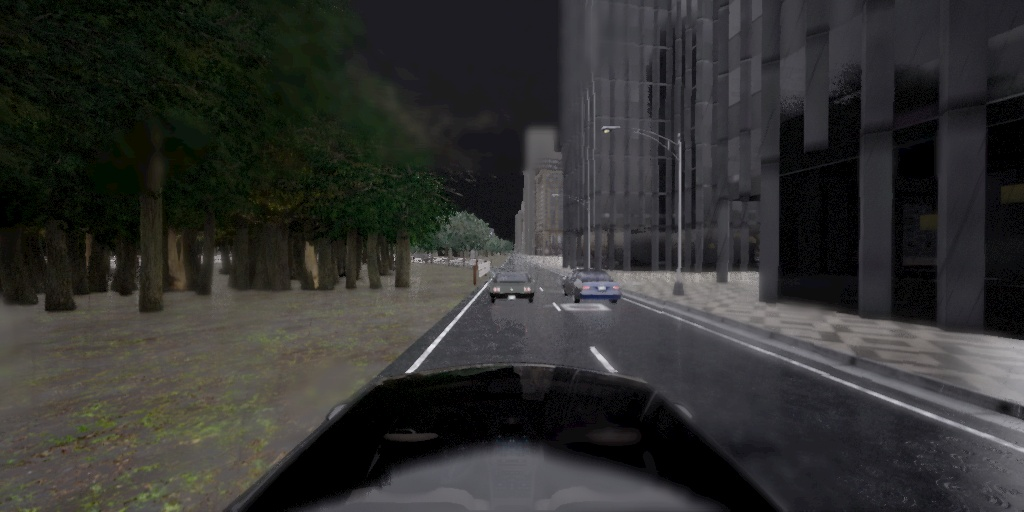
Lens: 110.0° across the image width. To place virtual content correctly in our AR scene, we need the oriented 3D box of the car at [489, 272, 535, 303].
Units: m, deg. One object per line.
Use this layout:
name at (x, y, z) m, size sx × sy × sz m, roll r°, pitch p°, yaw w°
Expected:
car at (0.000, 1.361, 16.532) m, size 1.895 × 1.301 × 4.718 m, roll 0°, pitch 0°, yaw 0°

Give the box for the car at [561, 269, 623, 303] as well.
car at (3.500, 1.308, 16.502) m, size 2.033 × 1.411 × 5.357 m, roll 0°, pitch 0°, yaw 0°
